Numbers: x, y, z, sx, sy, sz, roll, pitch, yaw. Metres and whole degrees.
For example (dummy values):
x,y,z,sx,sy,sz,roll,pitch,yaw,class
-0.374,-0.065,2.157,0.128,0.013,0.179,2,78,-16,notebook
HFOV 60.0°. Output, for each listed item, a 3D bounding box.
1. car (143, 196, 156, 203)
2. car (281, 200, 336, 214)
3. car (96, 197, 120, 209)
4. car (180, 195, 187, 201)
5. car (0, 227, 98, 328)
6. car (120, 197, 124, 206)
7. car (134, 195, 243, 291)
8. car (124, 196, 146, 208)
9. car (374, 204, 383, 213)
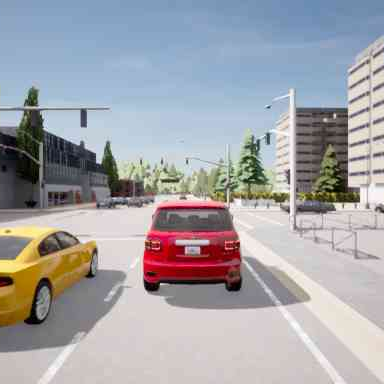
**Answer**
x,y,z,sx,sy,sz,roll,pitch,yaw,class
-8.862,1.525,69.854,2.033,1.411,5.357,0,0,-2,car
12.084,1.540,34.580,5.357,1.411,2.033,0,0,-2,car
-11.793,1.482,45.859,2.128,1.511,4.902,0,0,-2,car
-2.336,1.506,87.193,1.812,1.442,4.674,0,0,-2,car
-3.478,1.476,7.125,1.882,1.535,5.008,0,0,0,car
-12.063,1.536,56.111,2.033,1.411,5.357,0,0,-1,car
0.016,1.220,9.112,2.150,2.045,5.566,0,0,0,car
-8.390,1.495,49.279,1.837,1.490,4.892,0,0,-2,car
22.167,1.540,34.885,5.357,1.411,2.033,0,0,-2,car
